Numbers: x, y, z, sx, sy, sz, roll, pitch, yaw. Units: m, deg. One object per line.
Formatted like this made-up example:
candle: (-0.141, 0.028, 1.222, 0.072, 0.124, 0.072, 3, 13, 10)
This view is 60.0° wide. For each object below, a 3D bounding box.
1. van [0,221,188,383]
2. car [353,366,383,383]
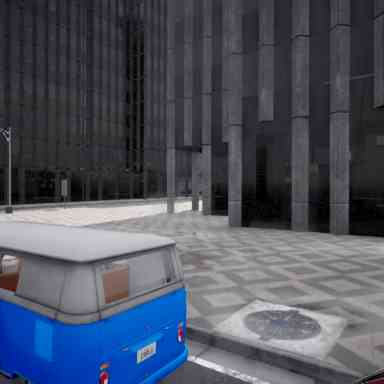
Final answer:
van: (-1.953, 1.341, 4.353, 3.998, 1.788, 1.690, 0, 0, 35)
car: (2.548, 1.440, 1.149, 4.097, 1.590, 1.967, 0, 0, 35)
